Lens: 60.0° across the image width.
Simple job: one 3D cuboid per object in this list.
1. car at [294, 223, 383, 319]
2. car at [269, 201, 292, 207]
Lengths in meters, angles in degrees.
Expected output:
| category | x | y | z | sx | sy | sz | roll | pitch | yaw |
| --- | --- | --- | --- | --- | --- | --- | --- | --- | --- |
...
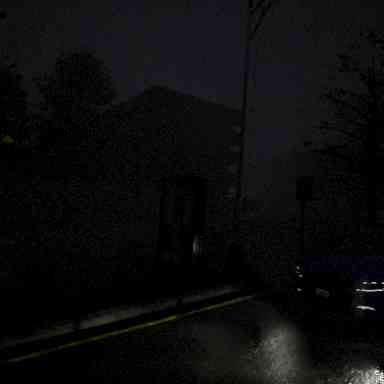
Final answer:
| category | x | y | z | sx | sy | sz | roll | pitch | yaw |
| --- | --- | --- | --- | --- | --- | --- | --- | --- | --- |
| car | 4.272 | 1.450 | 7.177 | 5.008 | 1.535 | 1.882 | 0 | 0 | -36 |
| car | 16.415 | 2.404 | 61.492 | 1.882 | 1.535 | 5.008 | 5 | -5 | -24 |
